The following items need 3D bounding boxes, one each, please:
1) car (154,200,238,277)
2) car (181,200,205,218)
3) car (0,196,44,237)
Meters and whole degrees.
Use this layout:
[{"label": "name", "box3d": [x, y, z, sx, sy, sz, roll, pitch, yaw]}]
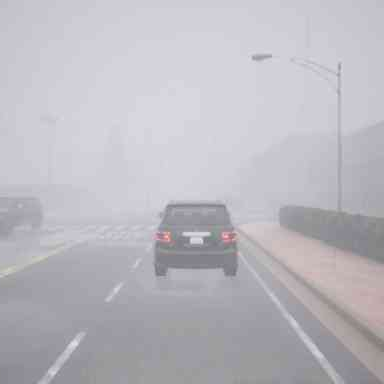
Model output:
[{"label": "car", "box3d": [0.098, 1.241, 10.412, 2.150, 2.045, 5.566, 0, 0, 0]}, {"label": "car", "box3d": [0.106, 1.558, 32.083, 2.128, 1.511, 4.902, 0, 0, 0]}, {"label": "car", "box3d": [-10.506, 1.257, 19.011, 2.150, 2.045, 5.566, 0, 0, 0]}]
